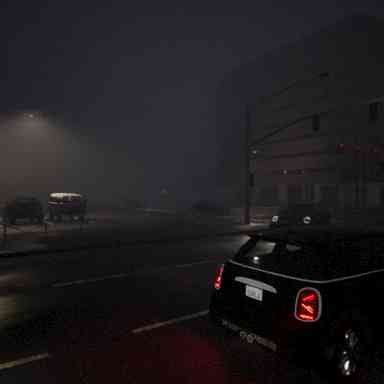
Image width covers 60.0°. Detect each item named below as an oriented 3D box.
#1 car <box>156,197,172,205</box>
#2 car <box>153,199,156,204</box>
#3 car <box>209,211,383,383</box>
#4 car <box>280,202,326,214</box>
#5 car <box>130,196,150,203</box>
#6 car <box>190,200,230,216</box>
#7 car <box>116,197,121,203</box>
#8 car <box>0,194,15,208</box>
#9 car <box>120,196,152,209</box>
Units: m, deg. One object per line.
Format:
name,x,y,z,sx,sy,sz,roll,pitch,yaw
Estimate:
car,-5.472,1.581,61.948,1.812,1.442,4.674,0,0,-35
car,-8.966,1.581,60.823,1.812,1.442,4.674,0,0,-36
car,2.554,1.352,5.625,4.553,1.767,2.097,0,0,-35
car,5.907,1.358,17.757,2.097,1.767,4.553,0,-1,35
car,-10.986,1.601,69.677,2.033,1.411,5.357,0,0,-35
car,1.722,1.545,33.358,2.128,1.511,4.902,0,0,-35
car,-14.023,1.619,67.943,1.994,1.385,4.181,0,0,-35
car,-31.779,1.209,56.421,1.932,1.855,4.605,0,0,-35
car,-7.959,1.656,46.993,1.895,1.301,4.718,0,0,-35
